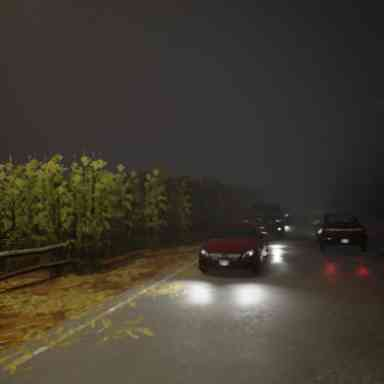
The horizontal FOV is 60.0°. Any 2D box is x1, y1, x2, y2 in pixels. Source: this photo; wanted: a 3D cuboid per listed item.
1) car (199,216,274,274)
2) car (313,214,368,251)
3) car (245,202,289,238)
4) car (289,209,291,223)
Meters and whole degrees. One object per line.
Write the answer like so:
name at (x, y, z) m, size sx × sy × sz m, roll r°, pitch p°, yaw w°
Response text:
car at (1.652, 1.819, 11.809) m, size 1.812 × 1.442 × 4.674 m, roll -2°, pitch -2°, yaw 18°
car at (6.708, 1.740, 15.263) m, size 2.128 × 1.511 × 4.902 m, roll -2°, pitch -2°, yaw 18°
car at (4.758, 1.688, 21.186) m, size 2.150 × 2.045 × 5.566 m, roll -2°, pitch -2°, yaw 18°
car at (8.014, 1.996, 30.912) m, size 2.097 × 1.767 × 4.553 m, roll -2°, pitch -2°, yaw 19°
